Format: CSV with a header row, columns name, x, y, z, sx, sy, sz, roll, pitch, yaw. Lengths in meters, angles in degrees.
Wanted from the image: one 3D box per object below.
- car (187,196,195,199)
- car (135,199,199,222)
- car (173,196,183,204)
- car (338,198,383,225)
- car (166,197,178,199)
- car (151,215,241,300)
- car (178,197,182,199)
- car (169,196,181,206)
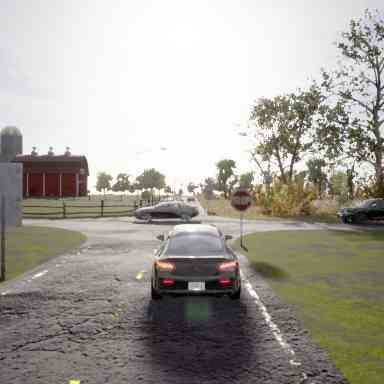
name,x,y,z,sx,sy,sz,roll,pitch,yaw
car,-0.236,1.655,80.420,1.994,1.385,4.181,0,0,0
car,-1.929,1.504,25.614,4.902,1.511,2.128,0,0,-1
car,-2.954,1.643,69.486,1.994,1.385,4.181,0,0,0
car,14.325,1.493,25.791,5.566,2.045,2.150,1,-1,-1
car,-2.920,1.534,38.365,1.837,1.490,4.892,0,0,-1
car,0.072,1.529,8.290,1.812,1.442,4.674,0,0,0
car,-2.982,1.590,48.151,2.033,1.411,5.357,0,0,0
car,-2.999,1.537,58.577,1.882,1.535,5.008,0,0,0
